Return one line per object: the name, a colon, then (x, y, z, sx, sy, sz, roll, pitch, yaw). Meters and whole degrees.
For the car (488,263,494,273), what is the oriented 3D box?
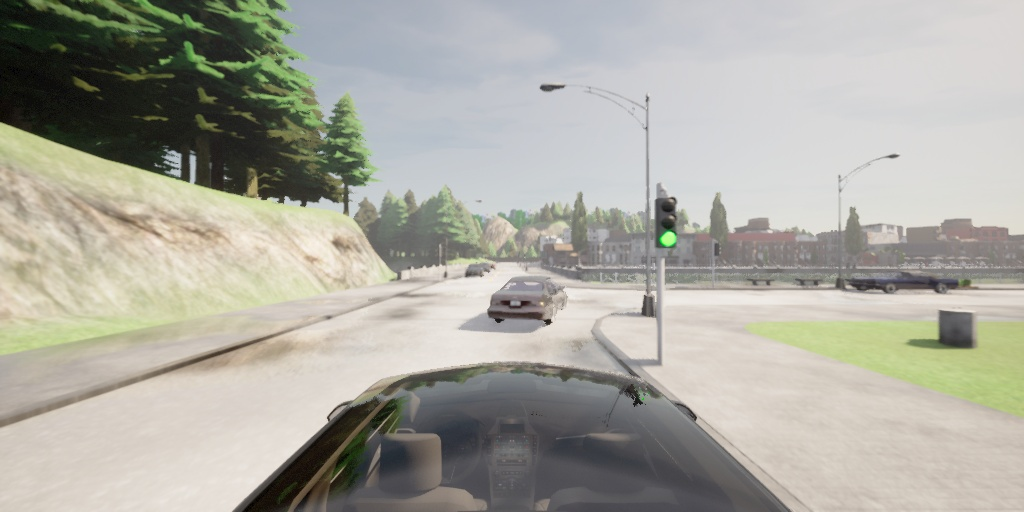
car: (-4.082, 1.686, 51.405, 1.837, 1.490, 4.892, 0, 1, 0)

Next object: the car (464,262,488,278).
car: (-4.096, 1.588, 39.686, 1.837, 1.490, 4.892, 0, 0, 0)

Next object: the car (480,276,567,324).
car: (0.725, 1.392, 12.481, 2.033, 1.411, 5.357, 0, -1, 14)

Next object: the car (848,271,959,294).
car: (22.850, 1.521, 21.061, 4.718, 1.301, 1.895, 0, -1, 0)
